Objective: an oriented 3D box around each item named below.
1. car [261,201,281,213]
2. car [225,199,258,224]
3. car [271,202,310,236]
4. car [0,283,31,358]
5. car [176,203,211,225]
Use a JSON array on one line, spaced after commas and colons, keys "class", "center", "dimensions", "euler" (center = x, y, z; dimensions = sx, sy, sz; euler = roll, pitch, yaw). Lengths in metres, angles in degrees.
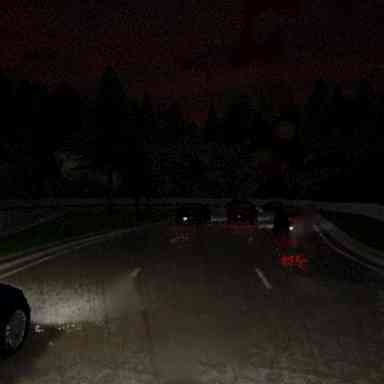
[{"class": "car", "center": [9.737, 1.710, 39.327], "dimensions": [1.994, 1.385, 4.181], "euler": [0, 0, -6]}, {"class": "car", "center": [3.987, 1.574, 25.832], "dimensions": [1.882, 1.535, 5.008], "euler": [0, 0, 16]}, {"class": "car", "center": [5.666, 1.576, 19.071], "dimensions": [1.837, 1.490, 4.892], "euler": [0, 0, 15]}, {"class": "car", "center": [-3.359, 1.538, 3.087], "dimensions": [1.812, 1.442, 4.674], "euler": [0, 0, 1]}, {"class": "car", "center": [0.189, 1.599, 25.326], "dimensions": [1.837, 1.490, 4.892], "euler": [0, 0, 16]}]
